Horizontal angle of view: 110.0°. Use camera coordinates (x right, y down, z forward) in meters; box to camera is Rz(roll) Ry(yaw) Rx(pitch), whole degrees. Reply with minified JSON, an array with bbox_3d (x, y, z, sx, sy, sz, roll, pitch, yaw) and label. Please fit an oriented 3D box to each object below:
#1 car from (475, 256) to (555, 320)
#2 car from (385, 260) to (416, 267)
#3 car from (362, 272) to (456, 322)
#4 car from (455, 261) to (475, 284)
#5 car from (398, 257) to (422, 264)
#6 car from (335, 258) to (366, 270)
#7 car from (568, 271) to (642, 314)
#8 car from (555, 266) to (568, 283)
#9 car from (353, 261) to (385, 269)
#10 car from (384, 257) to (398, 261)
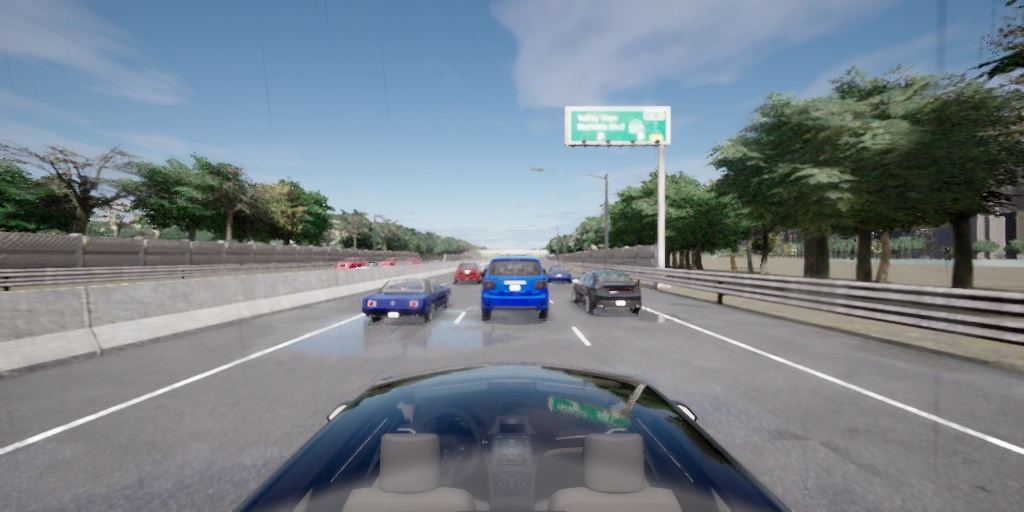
[{"bbox_3d":[0.108,1.042,13.157,2.150,2.045,5.566,0,0,0],"label":"car"},{"bbox_3d":[-13.862,1.520,44.922,1.812,1.442,4.674,0,0,1],"label":"car"},{"bbox_3d":[-3.396,1.419,12.566,1.895,1.301,4.718,0,0,0],"label":"car"},{"bbox_3d":[-3.318,1.260,28.895,2.097,1.767,4.553,0,0,1],"label":"car"},{"bbox_3d":[-17.111,1.301,61.469,2.150,2.045,5.566,0,1,2],"label":"car"},{"bbox_3d":[-20.832,1.229,46.860,2.150,2.045,5.566,0,-1,1],"label":"car"},{"bbox_3d":[3.614,1.333,14.292,1.837,1.490,4.892,0,0,0],"label":"car"},{"bbox_3d":[3.689,1.476,29.635,1.994,1.385,4.181,0,0,1],"label":"car"},{"bbox_3d":[-17.373,1.591,44.264,1.895,1.301,4.718,0,0,1],"label":"car"},{"bbox_3d":[-20.613,1.296,61.217,2.150,2.045,5.566,0,1,2],"label":"car"}]
